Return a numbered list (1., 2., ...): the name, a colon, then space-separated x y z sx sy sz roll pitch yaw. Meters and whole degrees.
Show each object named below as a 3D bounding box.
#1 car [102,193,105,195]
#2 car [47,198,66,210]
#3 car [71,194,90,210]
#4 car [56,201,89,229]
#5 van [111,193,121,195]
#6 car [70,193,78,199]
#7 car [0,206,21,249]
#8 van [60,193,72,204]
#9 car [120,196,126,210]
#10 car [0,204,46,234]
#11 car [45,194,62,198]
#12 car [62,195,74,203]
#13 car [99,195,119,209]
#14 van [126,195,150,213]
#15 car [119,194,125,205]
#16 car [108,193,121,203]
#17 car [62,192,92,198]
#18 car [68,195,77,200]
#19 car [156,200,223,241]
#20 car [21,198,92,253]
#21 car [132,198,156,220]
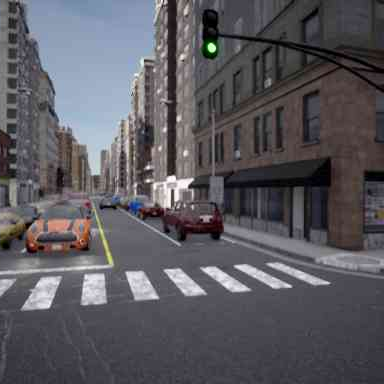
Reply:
1. car: -20.262 1.158 81.445 1.967 1.590 4.097 0 0 -17
2. car: -16.645 1.417 41.127 1.802 1.307 4.206 0 0 -17
3. car: -13.697 1.200 41.225 2.097 1.767 4.553 0 0 -17
4. car: -7.918 1.432 22.397 1.837 1.490 4.892 0 0 -17
5. van: -11.858 1.155 54.443 1.690 1.788 3.998 0 0 -17
6. car: -31.765 1.113 89.719 1.967 1.590 4.097 0 0 -17
7. car: -8.195 1.474 13.967 1.752 1.417 4.829 0 0 -17
8. van: -21.683 1.104 57.326 1.690 1.788 3.998 0 0 -17
9. car: -6.819 1.468 38.241 1.802 1.307 4.206 0 0 -17
10. car: -9.926 1.492 19.529 1.947 1.339 4.313 0 0 -17
11. car: -14.964 1.174 35.728 2.192 1.841 5.009 0 0 -17
12. car: -23.365 1.282 62.726 1.887 1.381 4.507 0 0 -17
13. car: -10.686 1.422 42.024 1.994 1.385 4.181 0 0 -17
14. van: -5.137 1.250 32.839 1.690 1.788 3.998 0 0 -17
15. car: -8.549 1.387 43.804 1.752 1.417 4.829 0 0 -17
16. car: -15.219 1.079 65.246 2.192 1.841 5.009 0 0 -17
17. car: -10.816 1.109 31.817 2.150 2.045 5.566 0 0 -16
18. car: -28.405 1.274 78.920 1.802 1.307 4.206 0 0 -17
19. car: -0.095 1.290 16.635 2.192 1.841 5.009 0 0 -17
20. car: -5.252 1.314 13.627 2.097 1.767 4.553 0 0 -16
21. car: -3.457 1.476 27.438 1.887 1.381 4.507 0 0 -17
